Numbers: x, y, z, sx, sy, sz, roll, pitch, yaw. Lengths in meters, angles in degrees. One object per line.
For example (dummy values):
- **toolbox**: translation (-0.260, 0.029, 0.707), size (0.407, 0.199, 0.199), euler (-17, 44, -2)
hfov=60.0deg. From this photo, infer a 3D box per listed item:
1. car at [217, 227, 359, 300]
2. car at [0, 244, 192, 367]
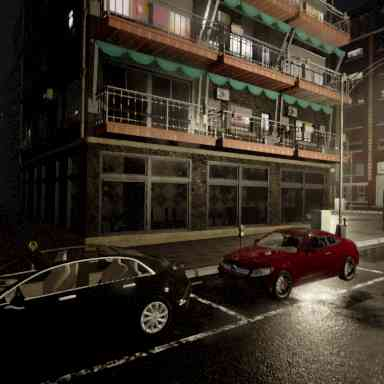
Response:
- **car**: translation (2.567, 1.584, 8.345), size (4.206, 1.307, 1.802), euler (0, 1, -36)
- **car**: translation (-2.057, 1.551, 5.036), size (4.403, 1.369, 2.008), euler (0, 1, -36)
